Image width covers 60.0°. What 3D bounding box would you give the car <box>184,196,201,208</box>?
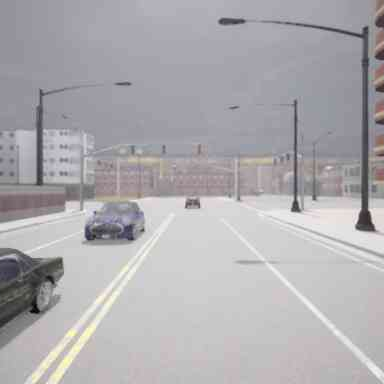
[{"bbox_3d":[0.110,1.188,42.129,1.812,1.442,4.674,0,0,0],"label":"car"}]

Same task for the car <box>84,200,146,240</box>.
[{"bbox_3d":[-3.540,1.234,16.017,2.097,1.767,4.553,0,0,0],"label":"car"}]

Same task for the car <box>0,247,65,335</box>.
[{"bbox_3d":[-3.592,1.566,4.734,1.895,1.301,4.718,0,0,0],"label":"car"}]
